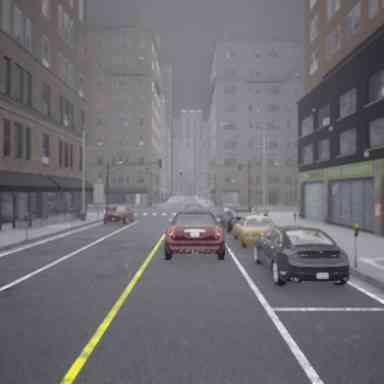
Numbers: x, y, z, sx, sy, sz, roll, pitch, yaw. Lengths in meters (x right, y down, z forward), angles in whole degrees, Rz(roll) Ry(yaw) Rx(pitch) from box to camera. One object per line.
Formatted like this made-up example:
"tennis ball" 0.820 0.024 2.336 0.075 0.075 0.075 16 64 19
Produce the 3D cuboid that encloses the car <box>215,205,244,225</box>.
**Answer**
"car" 2.865 1.764 26.233 1.802 1.307 4.206 -1 0 0

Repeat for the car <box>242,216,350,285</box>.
"car" 2.864 1.619 9.476 2.008 1.369 4.403 -1 0 0

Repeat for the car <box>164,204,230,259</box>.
"car" 0.099 1.445 13.139 2.097 1.767 4.553 0 0 0

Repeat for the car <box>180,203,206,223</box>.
"car" 0.096 1.743 28.351 2.033 1.411 5.357 0 0 0

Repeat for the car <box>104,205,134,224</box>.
"car" -5.680 1.726 26.231 1.887 1.381 4.507 -1 0 0

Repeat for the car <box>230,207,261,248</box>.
"car" 2.864 1.633 15.232 1.752 1.417 4.829 -1 0 0
